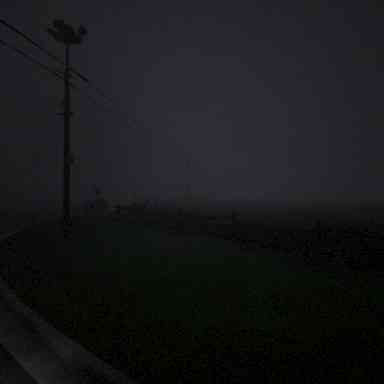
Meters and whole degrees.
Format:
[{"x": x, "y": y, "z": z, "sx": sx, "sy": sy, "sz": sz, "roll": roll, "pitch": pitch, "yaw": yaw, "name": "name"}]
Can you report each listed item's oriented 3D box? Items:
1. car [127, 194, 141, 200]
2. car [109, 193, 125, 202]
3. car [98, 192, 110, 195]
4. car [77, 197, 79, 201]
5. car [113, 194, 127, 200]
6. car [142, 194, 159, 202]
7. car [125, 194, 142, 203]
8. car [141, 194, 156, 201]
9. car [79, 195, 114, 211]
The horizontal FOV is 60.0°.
[{"x": -13.580, "y": 1.150, "z": 78.297, "sx": 1.882, "sy": 1.535, "sz": 5.008, "roll": 0, "pitch": 0, "yaw": 7, "name": "car"}, {"x": -14.852, "y": 1.392, "z": 68.376, "sx": 1.994, "sy": 1.385, "sz": 4.181, "roll": 0, "pitch": 0, "yaw": 7, "name": "car"}, {"x": -18.312, "y": 1.338, "z": 68.914, "sx": 1.812, "sy": 1.442, "sz": 4.674, "roll": 0, "pitch": 0, "yaw": 7, "name": "car"}, {"x": -21.848, "y": 1.348, "z": 68.852, "sx": 2.033, "sy": 1.411, "sz": 5.357, "roll": 0, "pitch": 0, "yaw": 7, "name": "car"}, {"x": -17.052, "y": 1.209, "z": 78.742, "sx": 1.994, "sy": 1.385, "sz": 4.181, "roll": 0, "pitch": 0, "yaw": 7, "name": "car"}, {"x": -7.948, "y": 1.384, "z": 67.173, "sx": 1.837, "sy": 1.490, "sz": 4.892, "roll": 0, "pitch": 0, "yaw": 7, "name": "car"}, {"x": -11.433, "y": 1.365, "z": 67.518, "sx": 1.837, "sy": 1.490, "sz": 4.892, "roll": 0, "pitch": 0, "yaw": 7, "name": "car"}, {"x": -10.109, "y": 1.227, "z": 77.853, "sx": 2.033, "sy": 1.411, "sz": 5.357, "roll": 0, "pitch": 0, "yaw": 7, "name": "car"}, {"x": -11.340, "y": 1.425, "z": 39.834, "sx": 1.812, "sy": 1.442, "sz": 4.674, "roll": 0, "pitch": 0, "yaw": 7, "name": "car"}]
